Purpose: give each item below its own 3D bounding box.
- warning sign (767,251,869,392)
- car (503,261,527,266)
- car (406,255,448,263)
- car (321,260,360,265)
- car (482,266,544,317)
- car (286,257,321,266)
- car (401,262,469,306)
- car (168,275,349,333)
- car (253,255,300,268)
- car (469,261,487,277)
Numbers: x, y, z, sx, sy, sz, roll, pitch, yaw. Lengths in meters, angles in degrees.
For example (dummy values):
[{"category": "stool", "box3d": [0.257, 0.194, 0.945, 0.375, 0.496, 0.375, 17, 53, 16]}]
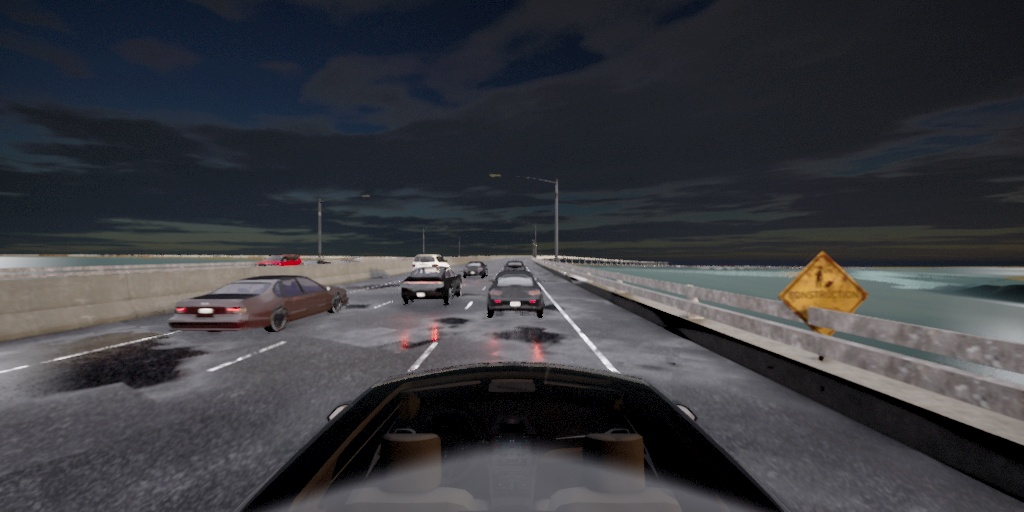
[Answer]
[{"category": "warning sign", "box3d": [4.552, 0.858, 5.241, 1.300, 1.860, 1.060, 0, 0, 0]}, {"category": "car", "box3d": [0.264, 1.182, 31.050, 1.837, 1.490, 4.892, 0, 0, 1]}, {"category": "car", "box3d": [-6.748, 0.903, 30.022, 2.150, 2.045, 5.566, 0, 0, 1]}, {"category": "car", "box3d": [-17.347, 1.154, 37.500, 2.128, 1.511, 4.902, 0, 0, 1]}, {"category": "car", "box3d": [0.112, 1.250, 12.983, 1.812, 1.442, 4.674, 0, 0, 0]}, {"category": "car", "box3d": [-20.847, 1.140, 37.542, 1.882, 1.535, 5.008, 0, 0, 1]}, {"category": "car", "box3d": [-3.361, 1.210, 15.710, 2.128, 1.511, 4.902, 0, 0, 0]}, {"category": "car", "box3d": [-6.894, 1.278, 10.605, 2.033, 1.411, 5.357, 0, 0, 0]}, {"category": "car", "box3d": [-24.349, 0.885, 37.581, 2.150, 2.045, 5.566, 0, 0, 1]}, {"category": "car", "box3d": [-3.224, 1.201, 31.977, 1.812, 1.442, 4.674, 0, 0, 1]}]
